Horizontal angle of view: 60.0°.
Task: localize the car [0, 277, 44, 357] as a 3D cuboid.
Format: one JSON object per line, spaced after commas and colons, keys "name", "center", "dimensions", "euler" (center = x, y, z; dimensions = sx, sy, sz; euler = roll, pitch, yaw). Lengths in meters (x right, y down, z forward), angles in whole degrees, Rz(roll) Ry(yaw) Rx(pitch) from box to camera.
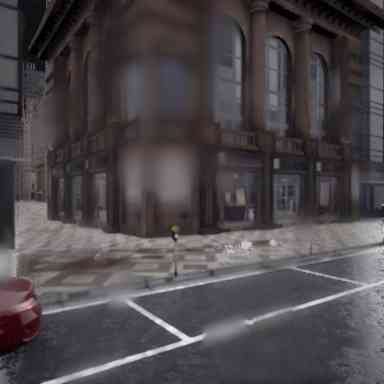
{"name": "car", "center": [-3.960, 1.571, 3.713], "dimensions": [4.206, 1.307, 1.802], "euler": [1, -1, -36]}
